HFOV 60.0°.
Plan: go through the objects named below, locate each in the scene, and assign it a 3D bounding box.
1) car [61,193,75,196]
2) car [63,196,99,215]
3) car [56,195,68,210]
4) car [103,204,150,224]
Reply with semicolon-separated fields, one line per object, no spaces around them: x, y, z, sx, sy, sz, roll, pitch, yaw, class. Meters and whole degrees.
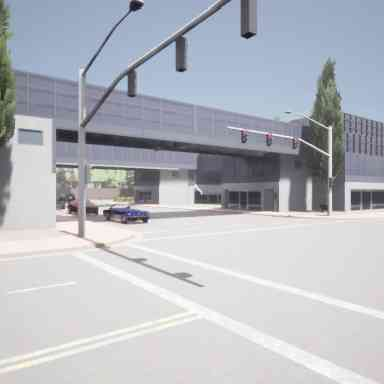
-23.774;1.221;63.014;2.150;2.045;5.566;0;0;-36;car
-10.893;1.478;33.120;1.882;1.535;5.008;0;0;-36;car
-17.564;1.506;42.296;1.837;1.490;4.892;0;0;-36;car
-4.993;1.601;25.019;1.895;1.301;4.718;0;0;-36;car
